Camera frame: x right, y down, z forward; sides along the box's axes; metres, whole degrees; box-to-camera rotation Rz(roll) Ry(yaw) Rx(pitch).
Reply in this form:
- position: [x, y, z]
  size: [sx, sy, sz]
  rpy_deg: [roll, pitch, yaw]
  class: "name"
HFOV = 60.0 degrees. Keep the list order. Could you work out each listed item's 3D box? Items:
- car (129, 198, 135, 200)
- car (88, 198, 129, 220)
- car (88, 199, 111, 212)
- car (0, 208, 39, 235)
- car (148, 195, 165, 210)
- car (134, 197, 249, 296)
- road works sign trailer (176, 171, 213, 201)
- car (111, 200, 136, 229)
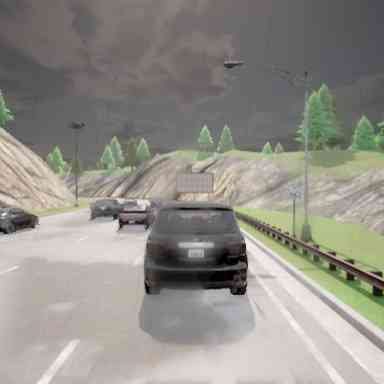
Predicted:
- position: [-8.026, 1.538, 42.834]
  size: [1.812, 1.442, 4.674]
  rpy_deg: [0, 0, -7]
  class: "car"
- position: [-7.010, 1.360, 28.170]
  size: [2.097, 1.767, 4.553]
  rpy_deg: [0, 0, -1]
  class: "car"
- position: [-11.241, 1.612, 40.611]
  size: [1.895, 1.301, 4.718]
  rpy_deg: [0, 0, -6]
  class: "car"
- position: [-10.430, 1.569, 18.842]
  size: [1.994, 1.385, 4.181]
  rpy_deg: [0, 0, 0]
  class: "car"
- position: [-4.562, 1.368, 43.299]
  size: [2.097, 1.767, 4.553]
  rpy_deg: [0, 0, -5]
  class: "car"
- position: [0.085, 1.224, 8.783]
  size: [2.150, 2.045, 5.566]
  rpy_deg: [0, 0, 0]
  class: "car"
- position: [0.179, 0.471, 21.506]
  size: [2.380, 3.560, 2.880]
  rpy_deg: [0, 0, 0]
  class: "road works sign trailer"
- position: [-3.436, 1.498, 21.421]
  size: [2.128, 1.511, 4.902]
  rpy_deg: [0, 0, 0]
  class: "car"
